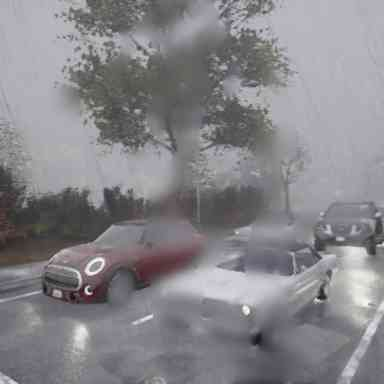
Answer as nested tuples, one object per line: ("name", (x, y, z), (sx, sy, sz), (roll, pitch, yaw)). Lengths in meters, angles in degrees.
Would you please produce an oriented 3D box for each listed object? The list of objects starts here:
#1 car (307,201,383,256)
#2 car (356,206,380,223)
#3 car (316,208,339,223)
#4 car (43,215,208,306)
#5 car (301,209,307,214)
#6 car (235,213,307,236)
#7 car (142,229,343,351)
("car", (7.035, 1.431, 14.631), (2.150, 2.045, 5.566), (-2, -2, 34))
("car", (17.075, 2.121, 32.386), (1.837, 1.490, 4.892), (-2, -2, 25))
("car", (13.604, 2.290, 33.235), (1.895, 1.301, 4.718), (-2, -2, 26))
("car", (-1.462, 1.548, 8.763), (2.097, 1.767, 4.553), (-2, -1, 37))
("car", (8.776, 1.969, 24.120), (1.837, 1.490, 4.892), (-2, -2, 30))
("car", (3.794, 1.890, 16.060), (1.895, 1.301, 4.718), (-2, -2, 34))
("car", (1.398, 1.707, 6.641), (1.895, 1.301, 4.718), (-2, -1, 36))
